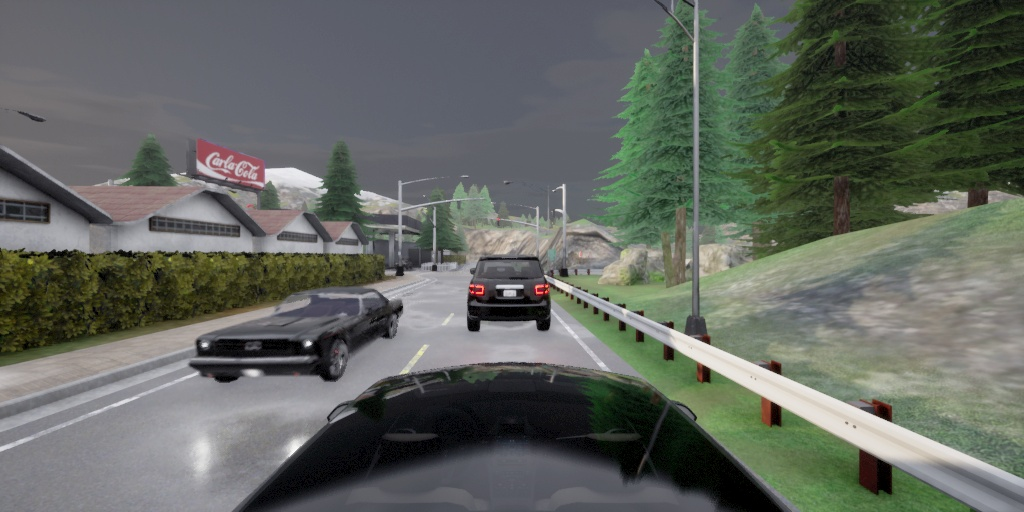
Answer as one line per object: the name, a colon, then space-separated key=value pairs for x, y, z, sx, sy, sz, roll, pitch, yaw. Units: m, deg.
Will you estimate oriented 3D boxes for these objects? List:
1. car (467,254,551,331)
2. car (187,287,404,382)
car: x=-0.141 y=0.966 z=11.080 sx=2.150 sy=2.045 sz=5.566 roll=0 pitch=0 yaw=-2
car: x=-3.731 y=1.348 z=7.283 sx=1.895 sy=1.301 sz=4.718 roll=0 pitch=0 yaw=-2
